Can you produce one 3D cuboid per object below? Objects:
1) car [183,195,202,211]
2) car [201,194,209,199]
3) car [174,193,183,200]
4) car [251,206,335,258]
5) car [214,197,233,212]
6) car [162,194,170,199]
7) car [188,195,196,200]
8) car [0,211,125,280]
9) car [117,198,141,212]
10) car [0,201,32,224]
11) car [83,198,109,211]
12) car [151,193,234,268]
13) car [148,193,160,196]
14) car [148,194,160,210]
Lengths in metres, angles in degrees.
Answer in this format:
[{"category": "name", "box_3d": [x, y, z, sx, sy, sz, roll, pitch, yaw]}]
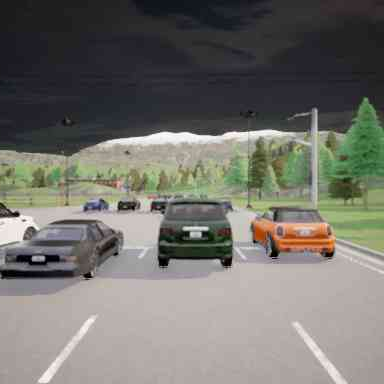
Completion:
[{"category": "car", "box_3d": [0.090, 1.223, 38.899, 2.097, 1.767, 4.553, 0, 0, 0]}, {"category": "car", "box_3d": [3.473, 1.240, 90.932, 2.033, 1.411, 5.357, 0, 0, 0]}, {"category": "car", "box_3d": [-3.525, 1.074, 85.459, 2.097, 1.767, 4.553, 0, 0, 0]}, {"category": "car", "box_3d": [3.595, 1.309, 12.694, 2.097, 1.767, 4.553, 0, 0, 0]}, {"category": "car", "box_3d": [3.591, 1.398, 38.468, 1.812, 1.442, 4.674, 0, 0, 0]}, {"category": "car", "box_3d": [-7.026, 1.229, 89.536, 1.812, 1.442, 4.674, 0, 0, 0]}, {"category": "car", "box_3d": [-0.024, 1.321, 83.229, 1.895, 1.301, 4.718, 0, 0, 0]}, {"category": "car", "box_3d": [-3.404, 1.514, 9.877, 2.033, 1.411, 5.357, 0, 0, 0]}, {"category": "car", "box_3d": [-6.910, 1.356, 36.797, 1.882, 1.535, 5.008, 0, 0, 0]}, {"category": "car", "box_3d": [-6.903, 1.188, 10.242, 2.150, 2.045, 5.566, 0, 0, 0]}, {"category": "car", "box_3d": [-10.409, 1.406, 36.264, 1.812, 1.442, 4.674, 0, 0, 0]}, {"category": "car", "box_3d": [0.096, 1.184, 11.318, 2.150, 2.045, 5.566, 0, 0, 0]}, {"category": "car", "box_3d": [-10.526, 1.063, 88.779, 2.097, 1.767, 4.553, 0, 0, 0]}, {"category": "car", "box_3d": [-3.410, 1.357, 36.561, 1.882, 1.535, 5.008, 0, 0, 0]}]
